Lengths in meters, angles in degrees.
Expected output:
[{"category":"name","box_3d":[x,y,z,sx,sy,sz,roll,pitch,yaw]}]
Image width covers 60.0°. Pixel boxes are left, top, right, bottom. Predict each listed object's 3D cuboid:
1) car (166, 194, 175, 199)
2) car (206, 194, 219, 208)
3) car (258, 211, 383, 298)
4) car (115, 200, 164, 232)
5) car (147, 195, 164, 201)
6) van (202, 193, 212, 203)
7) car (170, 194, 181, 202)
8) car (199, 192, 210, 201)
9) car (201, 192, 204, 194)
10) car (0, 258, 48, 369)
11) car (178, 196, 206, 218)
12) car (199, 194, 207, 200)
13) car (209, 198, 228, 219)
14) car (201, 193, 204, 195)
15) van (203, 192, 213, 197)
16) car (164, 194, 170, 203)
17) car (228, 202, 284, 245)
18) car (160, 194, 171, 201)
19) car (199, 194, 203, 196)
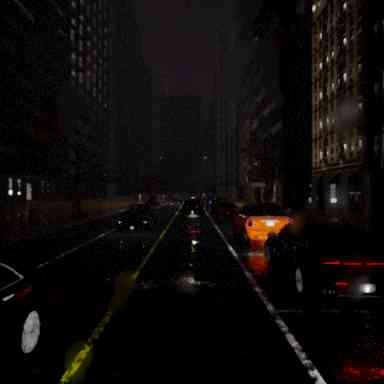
[{"category":"car","box_3d":[-5.674,1.124,88.969,2.008,1.369,4.403,1,0,0]},{"category":"car","box_3d":[2.702,1.290,32.573,1.967,1.590,4.097,0,0,0]},{"category":"car","box_3d":[3.146,1.466,8.389,1.837,1.490,4.892,0,0,0]},{"category":"car","box_3d":[-3.099,1.457,19.829,2.033,1.411,5.357,0,0,0]},{"category":"car","box_3d":[-5.677,1.210,49.470,1.967,1.590,4.097,1,0,0]},{"category":"van","box_3d":[2.706,1.055,60.780,1.690,1.788,3.998,1,0,0]},{"category":"car","box_3d":[-2.994,1.339,64.531,1.895,1.301,4.718,0,0,0]},{"category":"car","box_3d":[2.707,0.972,72.062,2.192,1.841,5.009,1,0,0]},{"category":"car","box_3d":[2.705,1.057,55.138,2.192,1.841,5.009,1,0,0]},{"category":"car","box_3d":[-3.068,1.492,3.090,1.837,1.490,4.892,0,0,0]},{"category":"car","box_3d":[0.057,1.371,28.859,1.837,1.490,4.892,0,0,1]},{"category":"car","box_3d":[2.705,1.183,83.346,1.802,1.307,4.206,1,0,0]},{"category":"car","box_3d":[2.700,1.421,26.932,1.887,1.381,4.507,0,0,0]},{"category":"car","box_3d":[2.702,1.320,49.498,2.008,1.369,4.403,1,0,0]},{"category":"van","box_3d":[2.704,1.138,43.855,1.690,1.788,3.998,1,0,0]},{"category":"car","box_3d":[-5.677,1.265,60.756,2.008,1.369,4.403,1,0,0]},{"category":"car","box_3d":[3.114,1.282,15.358,2.097,1.767,4.553,0,0,0]},{"category":"car","box_3d":[-5.676,1.209,72.041,2.008,1.369,4.403,1,0,0]},{"category":"car","box_3d":[0.071,1.352,42.252,2.033,1.411,5.357,0,0,0]}]
